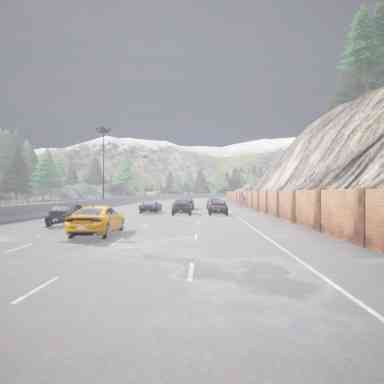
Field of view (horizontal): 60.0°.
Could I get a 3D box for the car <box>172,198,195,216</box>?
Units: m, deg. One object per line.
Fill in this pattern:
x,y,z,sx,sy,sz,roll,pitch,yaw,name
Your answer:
-0.970,1.505,33.034,1.837,1.490,4.892,0,0,1,car

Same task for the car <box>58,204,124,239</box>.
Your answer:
-4.935,1.477,17.504,1.882,1.535,5.008,0,0,2,car

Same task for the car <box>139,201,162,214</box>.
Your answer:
-4.385,1.601,35.891,1.895,1.301,4.718,0,0,2,car

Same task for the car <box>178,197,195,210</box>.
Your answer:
-0.659,1.477,43.474,1.882,1.535,5.008,0,0,2,car

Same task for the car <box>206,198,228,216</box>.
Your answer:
2.524,1.491,32.784,2.128,1.511,4.902,0,0,2,car

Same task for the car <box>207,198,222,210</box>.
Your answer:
2.834,1.525,43.227,1.812,1.442,4.674,0,0,2,car

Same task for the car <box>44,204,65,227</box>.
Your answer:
-8.286,1.526,22.545,1.812,1.442,4.674,0,0,2,car
